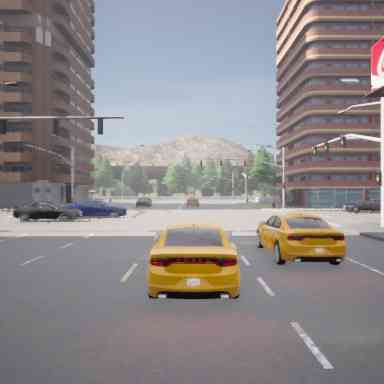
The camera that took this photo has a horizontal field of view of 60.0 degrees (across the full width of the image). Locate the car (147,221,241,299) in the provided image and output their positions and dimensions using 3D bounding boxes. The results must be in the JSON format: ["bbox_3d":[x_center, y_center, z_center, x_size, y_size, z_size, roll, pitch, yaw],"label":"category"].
[{"bbox_3d":[0.050,1.478,8.497,1.882,1.535,5.008,0,0,1],"label":"car"}]

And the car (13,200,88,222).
[{"bbox_3d":[-10.907,1.493,25.286,4.902,1.511,2.128,0,0,0],"label":"car"}]

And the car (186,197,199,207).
[{"bbox_3d":[0.096,1.477,52.676,1.882,1.535,5.008,0,0,0],"label":"car"}]

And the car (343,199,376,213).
[{"bbox_3d":[18.972,1.491,36.154,4.902,1.511,2.128,0,0,0],"label":"car"}]

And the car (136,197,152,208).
[{"bbox_3d":[-7.081,1.478,49.355,1.882,1.535,5.008,0,0,0],"label":"car"}]

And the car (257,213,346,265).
[{"bbox_3d":[3.567,1.478,11.735,1.882,1.535,5.008,0,0,0],"label":"car"}]

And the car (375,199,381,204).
[{"bbox_3d":[20.899,1.564,32.666,4.181,1.385,1.994,0,0,0],"label":"car"}]

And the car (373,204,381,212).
[{"bbox_3d":[3.600,1.222,1.792,2.150,2.045,5.566,0,0,0],"label":"car"}]

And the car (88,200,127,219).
[{"bbox_3d":[-8.200,1.477,28.801,5.008,1.535,1.882,0,0,0],"label":"car"}]
